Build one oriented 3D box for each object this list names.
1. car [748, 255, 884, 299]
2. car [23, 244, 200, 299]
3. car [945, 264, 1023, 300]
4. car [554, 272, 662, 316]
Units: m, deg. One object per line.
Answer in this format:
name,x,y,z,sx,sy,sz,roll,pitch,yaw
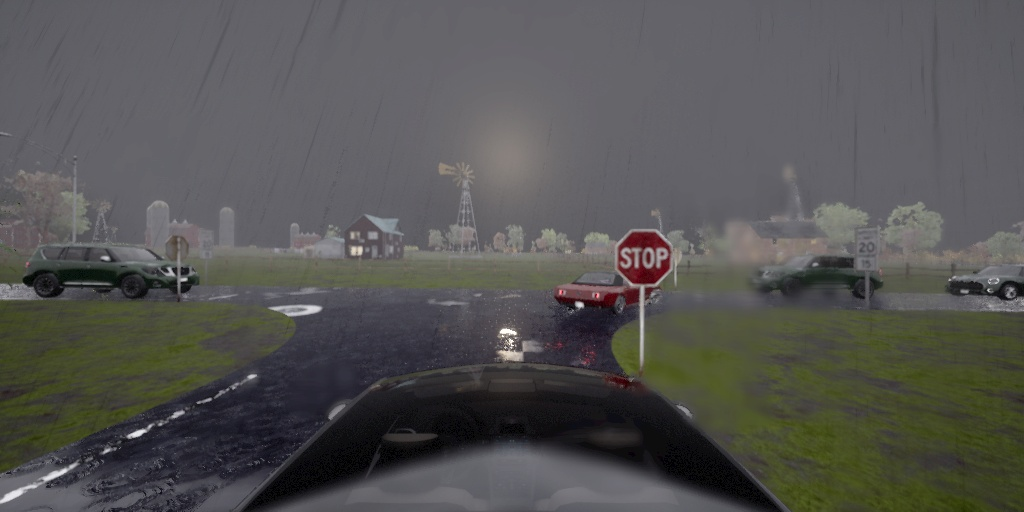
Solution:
car,14.777,0.944,17.572,5.566,2.045,2.150,1,0,0
car,-15.976,0.561,14.482,5.566,2.045,2.150,1,0,0
car,24.461,1.194,17.614,4.553,1.767,2.097,1,0,0
car,3.585,1.193,12.621,1.895,1.301,4.718,1,1,42
